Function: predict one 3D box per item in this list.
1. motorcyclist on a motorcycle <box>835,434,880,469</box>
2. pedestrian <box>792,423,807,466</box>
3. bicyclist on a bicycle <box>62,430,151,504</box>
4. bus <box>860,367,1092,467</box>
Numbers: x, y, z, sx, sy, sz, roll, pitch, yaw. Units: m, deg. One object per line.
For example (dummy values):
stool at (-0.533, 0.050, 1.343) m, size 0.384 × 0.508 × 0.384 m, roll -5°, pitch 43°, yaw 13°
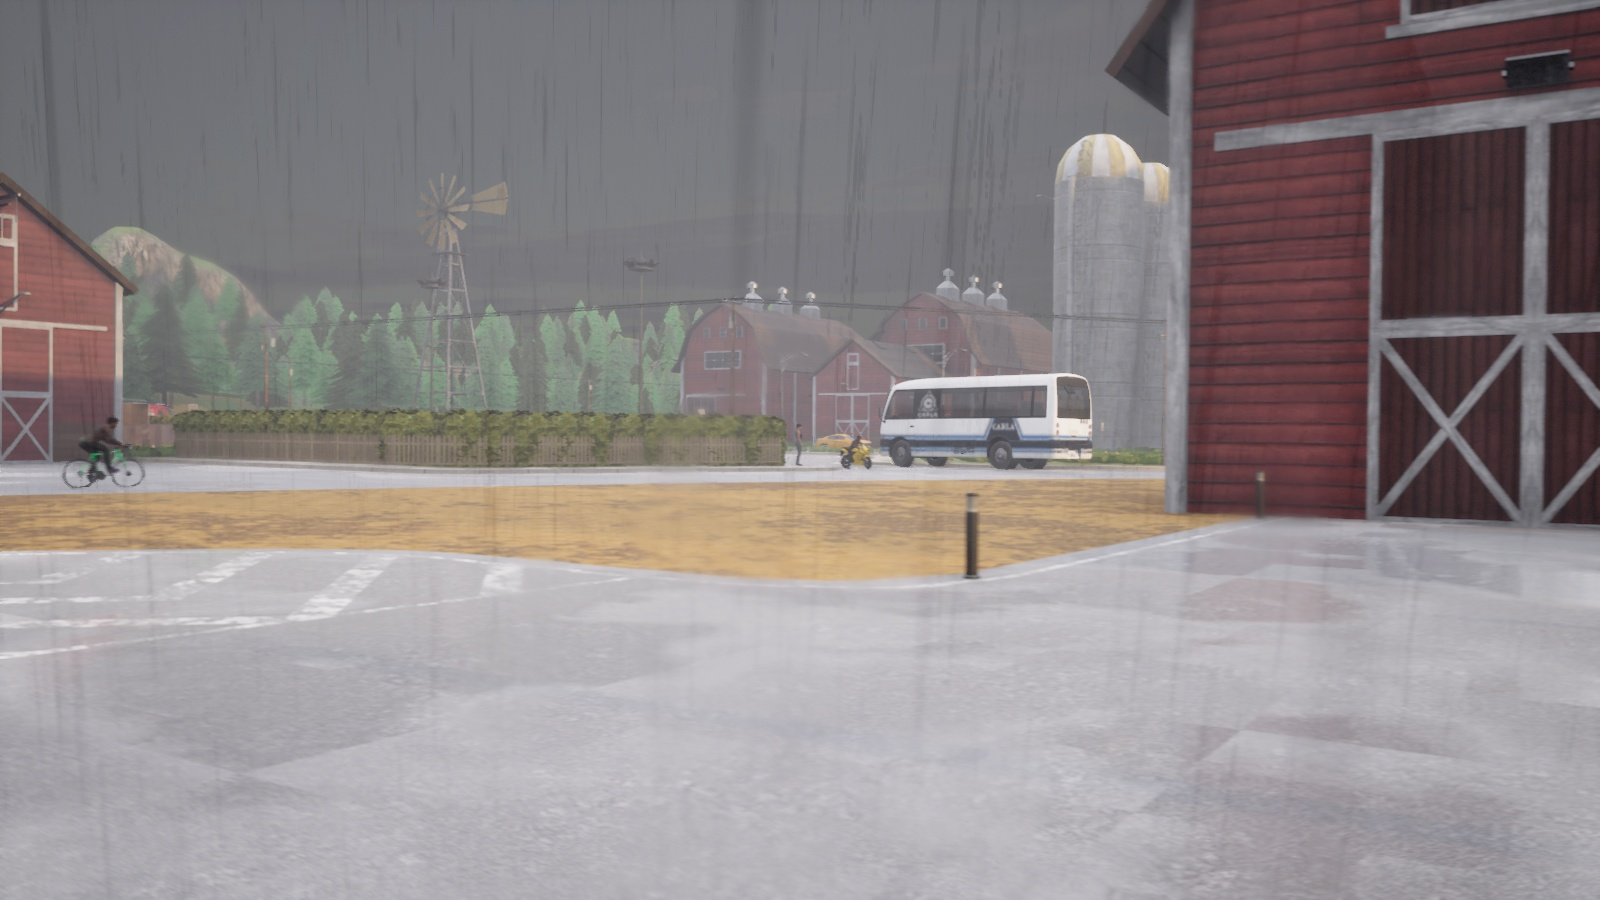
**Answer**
motorcyclist on a motorcycle at (2.567, 0.044, 56.199) m, size 0.797 × 1.523 × 2.044 m, roll -1°, pitch 1°, yaw -42°
pedestrian at (-0.033, -0.237, 54.616) m, size 0.594 × 1.836 × 0.345 m, roll -1°, pitch 1°, yaw -4°
bicyclist on a bicycle at (-15.565, 0.353, 28.214) m, size 1.656 × 1.620 × 0.582 m, roll -1°, pitch 1°, yaw -41°
bus at (7.973, -1.406, 58.341) m, size 10.273 × 4.253 × 3.944 m, roll 0°, pitch 0°, yaw 44°
